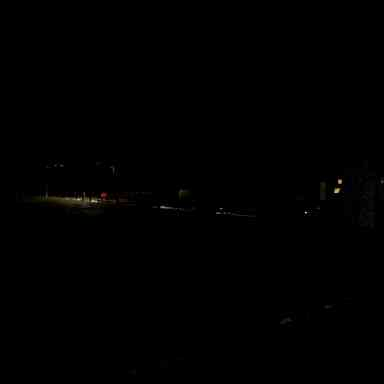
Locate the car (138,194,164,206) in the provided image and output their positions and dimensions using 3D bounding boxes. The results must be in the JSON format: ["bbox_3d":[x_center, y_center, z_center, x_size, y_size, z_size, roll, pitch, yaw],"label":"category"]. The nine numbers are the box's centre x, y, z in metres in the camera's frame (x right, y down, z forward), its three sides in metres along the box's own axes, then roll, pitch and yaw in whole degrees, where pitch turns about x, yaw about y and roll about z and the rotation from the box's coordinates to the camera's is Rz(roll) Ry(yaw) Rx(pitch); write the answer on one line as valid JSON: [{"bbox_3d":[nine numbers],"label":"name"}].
[{"bbox_3d":[-5.533,1.084,44.464,2.128,1.511,4.902,1,0,-36],"label":"car"}]

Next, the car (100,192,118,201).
[{"bbox_3d":[-15.939,0.738,63.675,2.097,1.767,4.553,1,0,-34],"label":"car"}]

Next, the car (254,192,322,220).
[{"bbox_3d":[7.497,1.044,26.627,2.150,2.045,5.566,1,0,-36],"label":"car"}]

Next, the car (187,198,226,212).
[{"bbox_3d":[1.588,1.320,34.704,1.895,1.301,4.718,1,0,-36],"label":"car"}]
